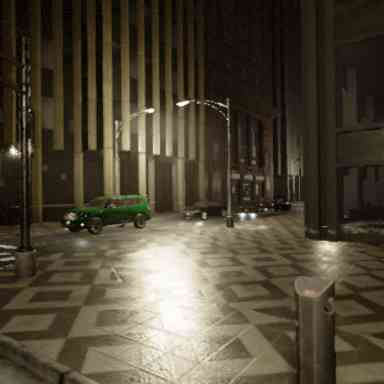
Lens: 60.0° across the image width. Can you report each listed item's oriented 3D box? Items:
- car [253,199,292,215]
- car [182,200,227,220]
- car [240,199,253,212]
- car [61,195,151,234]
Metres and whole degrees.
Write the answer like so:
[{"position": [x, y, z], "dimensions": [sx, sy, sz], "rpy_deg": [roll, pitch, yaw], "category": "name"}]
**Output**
[{"position": [8.263, 1.394, 32.734], "dimensions": [2.128, 1.511, 4.902], "rpy_deg": [-1, 0, 35], "category": "car"}, {"position": [1.154, 1.456, 28.235], "dimensions": [1.882, 1.535, 5.008], "rpy_deg": [-1, 0, 35], "category": "car"}, {"position": [7.204, 1.485, 36.757], "dimensions": [2.033, 1.411, 5.357], "rpy_deg": [-1, 0, 35], "category": "car"}, {"position": [-4.869, 1.243, 19.706], "dimensions": [2.150, 2.045, 5.566], "rpy_deg": [-1, 0, 37], "category": "car"}]
